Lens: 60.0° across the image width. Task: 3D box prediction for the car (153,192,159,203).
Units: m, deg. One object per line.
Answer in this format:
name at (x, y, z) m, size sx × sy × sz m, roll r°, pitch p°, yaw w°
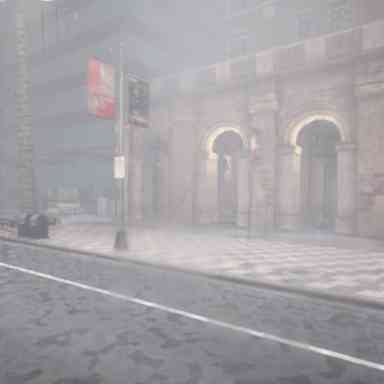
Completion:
car at (-5.052, 0.978, 33.789) m, size 5.566 × 2.045 × 2.435 m, roll 0°, pitch 0°, yaw 36°
